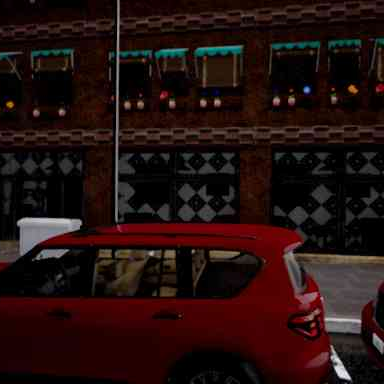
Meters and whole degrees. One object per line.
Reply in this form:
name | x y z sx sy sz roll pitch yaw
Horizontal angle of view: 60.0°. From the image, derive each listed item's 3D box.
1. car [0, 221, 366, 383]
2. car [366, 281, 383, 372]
car | -0.989 1.315 4.036 5.009 1.841 2.192 0 1 8
car | 4.500 1.317 3.221 5.009 1.841 2.192 0 1 8
